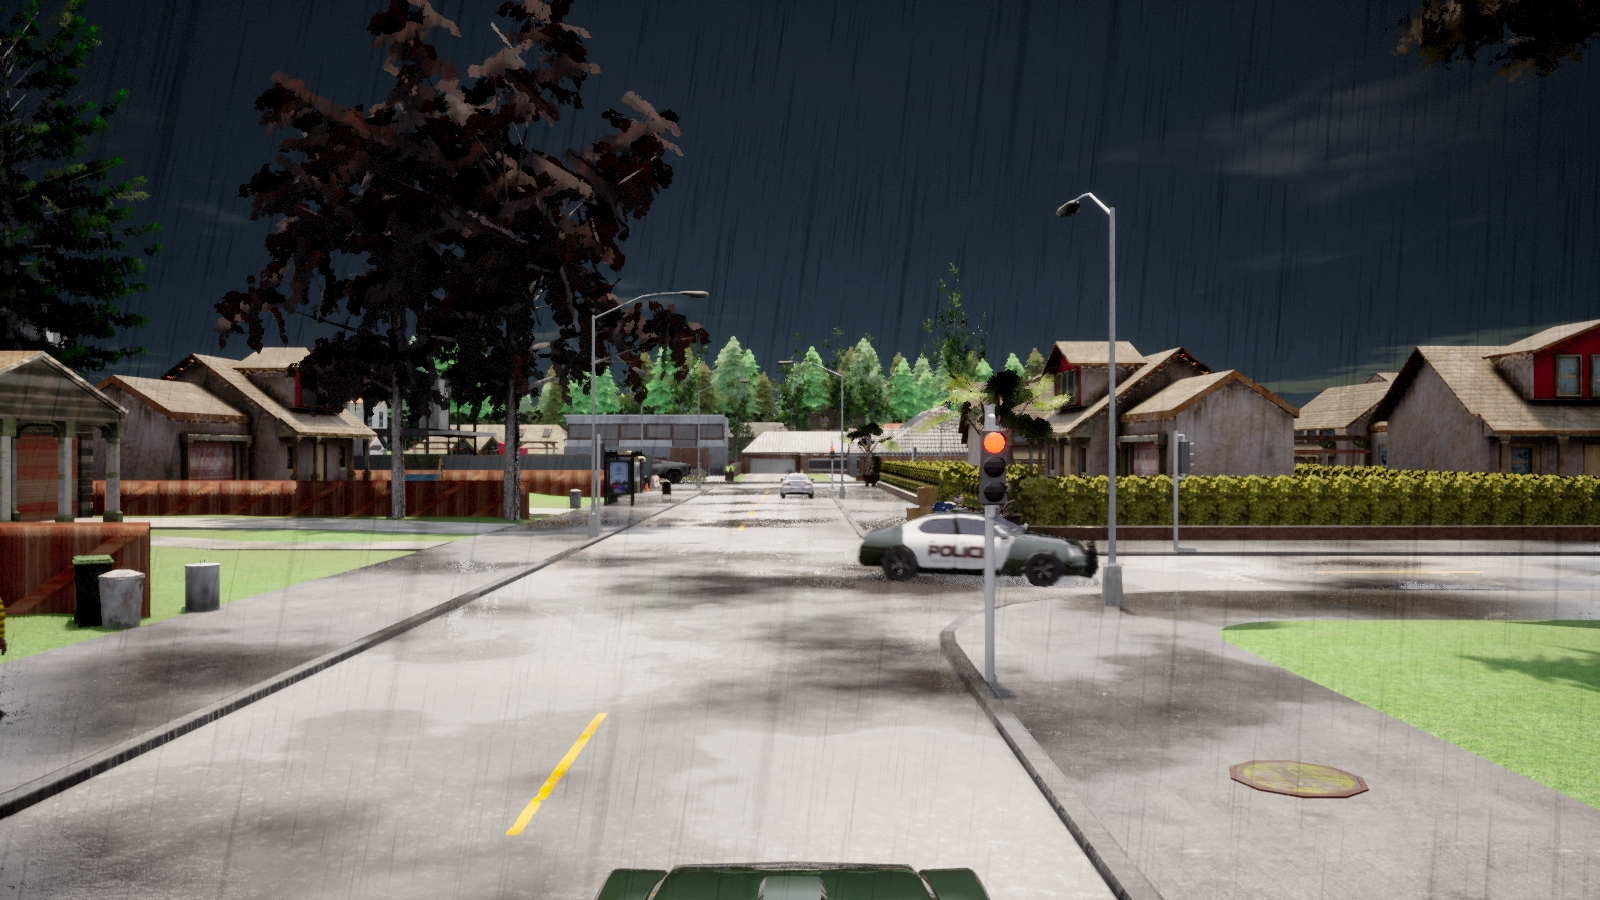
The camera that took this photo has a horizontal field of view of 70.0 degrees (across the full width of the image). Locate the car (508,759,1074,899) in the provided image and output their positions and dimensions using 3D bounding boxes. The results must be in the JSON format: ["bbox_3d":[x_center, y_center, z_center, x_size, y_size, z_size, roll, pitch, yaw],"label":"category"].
[{"bbox_3d":[-0.028,2.155,3.193,1.895,1.301,4.718,0,0,0],"label":"car"}]

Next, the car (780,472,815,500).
[{"bbox_3d":[-0.164,2.081,66.907,2.002,1.442,4.674,0,0,0],"label":"car"}]

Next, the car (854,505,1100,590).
[{"bbox_3d":[3.831,2.038,24.652,4.974,1.542,2.038,0,0,18],"label":"car"}]
